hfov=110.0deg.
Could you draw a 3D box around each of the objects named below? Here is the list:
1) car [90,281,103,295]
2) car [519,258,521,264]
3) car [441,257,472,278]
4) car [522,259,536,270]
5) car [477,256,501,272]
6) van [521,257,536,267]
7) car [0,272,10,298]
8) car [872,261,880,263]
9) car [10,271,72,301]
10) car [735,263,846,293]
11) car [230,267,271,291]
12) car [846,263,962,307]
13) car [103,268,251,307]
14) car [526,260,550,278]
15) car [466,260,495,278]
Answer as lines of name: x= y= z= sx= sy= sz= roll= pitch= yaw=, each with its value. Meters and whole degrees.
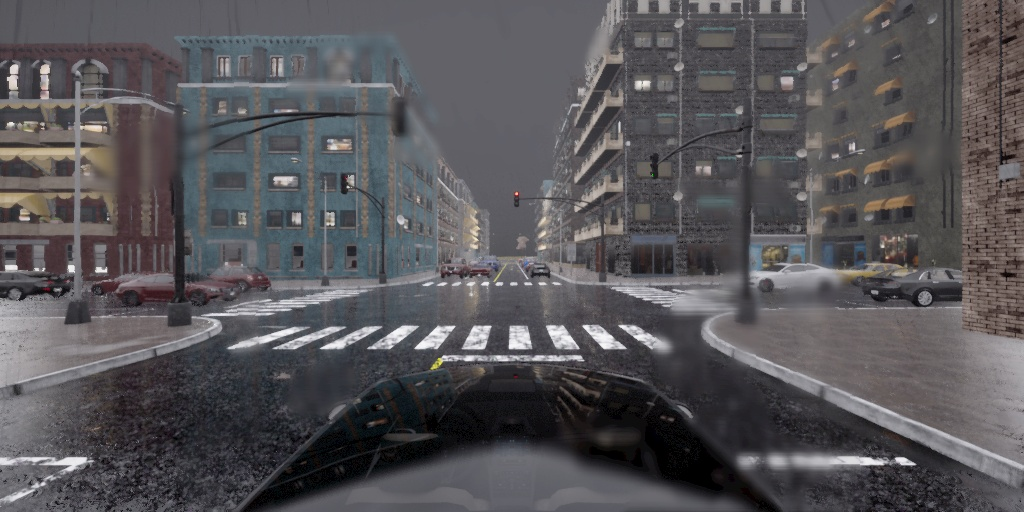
car: x=-22.451 y=1.599 z=21.435 sx=4.207 sy=1.307 sz=1.802 roll=0 pitch=0 yaw=0
car: x=2.575 y=1.171 z=61.304 sx=1.967 sy=1.591 sz=4.097 roll=0 pitch=0 yaw=0
car: x=-5.310 y=1.060 z=33.545 sx=2.192 sy=1.841 sz=5.009 roll=0 pitch=0 yaw=0
car: x=2.573 y=1.323 z=44.648 sx=1.802 sy=1.307 sz=4.207 roll=0 pitch=0 yaw=0
car: x=-2.841 y=0.961 z=45.747 sx=2.150 sy=2.045 sz=5.566 roll=0 pitch=0 yaw=0
van: x=2.574 y=1.078 z=50.201 sx=1.690 sy=1.789 sz=3.998 roll=0 pitch=0 yaw=0
car: x=-22.490 y=1.443 z=13.549 sx=4.097 sy=1.591 sz=1.967 roll=0 pitch=0 yaw=0
car: x=21.137 y=1.000 z=21.088 sx=4.829 sy=1.417 sz=1.751 roll=0 pitch=0 yaw=0
car: x=-26.454 y=1.566 z=18.997 sx=4.892 sy=1.490 sz=1.837 roll=-1 pitch=0 yaw=0
car: x=14.265 y=1.084 z=18.676 sx=4.674 sy=1.442 sz=1.812 roll=-1 pitch=0 yaw=2
car: x=-16.902 y=1.388 z=21.395 sx=4.097 sy=1.591 sz=1.967 roll=0 pitch=0 yaw=0
car: x=15.604 y=1.082 z=13.250 sx=4.403 sy=1.370 sz=2.007 roll=0 pitch=0 yaw=0
car: x=-14.755 y=1.438 z=15.966 sx=4.674 sy=1.442 sz=1.812 roll=-1 pitch=0 yaw=0
car: x=2.571 y=1.311 z=33.544 sx=1.948 sy=1.339 sz=4.313 roll=0 pitch=0 yaw=0
car: x=-2.844 y=1.347 z=33.338 sx=1.895 sy=1.301 sz=4.718 roll=0 pitch=0 yaw=0
